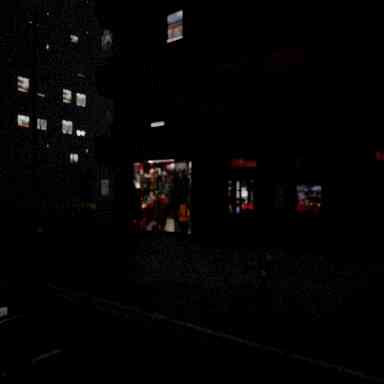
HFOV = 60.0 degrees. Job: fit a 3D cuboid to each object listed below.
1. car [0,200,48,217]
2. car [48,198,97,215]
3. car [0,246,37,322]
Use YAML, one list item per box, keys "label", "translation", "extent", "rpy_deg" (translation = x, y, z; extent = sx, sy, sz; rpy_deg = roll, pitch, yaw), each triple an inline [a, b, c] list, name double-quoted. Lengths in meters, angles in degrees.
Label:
- label: "car"
  translation: [-14.169, 1.338, 26.187]
  extent: [2.008, 1.369, 4.403]
  rpy_deg: [1, 1, 35]
- label: "car"
  translation: [-11.077, 1.238, 30.610]
  extent: [1.752, 1.417, 4.829]
  rpy_deg: [1, 1, 35]
- label: "car"
  translation: [-4.617, 1.548, 6.171]
  extent: [4.403, 1.369, 2.008]
  rpy_deg: [0, 0, 36]
